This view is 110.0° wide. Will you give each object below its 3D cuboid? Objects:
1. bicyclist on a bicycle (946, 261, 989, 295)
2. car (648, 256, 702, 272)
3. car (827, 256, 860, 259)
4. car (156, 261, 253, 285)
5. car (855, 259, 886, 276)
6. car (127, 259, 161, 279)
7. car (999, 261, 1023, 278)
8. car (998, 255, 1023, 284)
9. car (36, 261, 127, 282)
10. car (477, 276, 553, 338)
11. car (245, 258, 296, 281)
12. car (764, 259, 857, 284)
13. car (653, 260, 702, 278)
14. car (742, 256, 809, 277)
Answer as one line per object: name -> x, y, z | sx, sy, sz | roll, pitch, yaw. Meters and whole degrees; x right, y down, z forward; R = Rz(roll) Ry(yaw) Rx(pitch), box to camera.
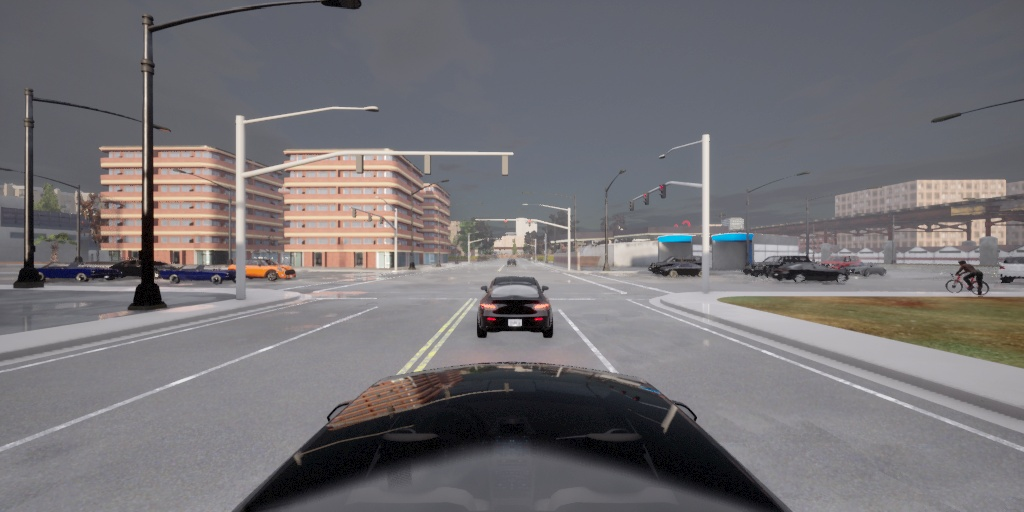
bicyclist on a bicycle -> 21.913, 1.050, 17.291 | 0.582, 1.620, 1.656 | 0, 0, 0
car -> 17.195, 0.971, 37.376 | 5.566, 2.045, 2.150 | 0, 0, 1
car -> 36.633, 0.971, 40.103 | 5.566, 2.045, 2.150 | 0, 0, -22
car -> -20.958, 1.220, 24.538 | 4.718, 1.301, 1.895 | 1, 0, 2
car -> 35.253, 1.314, 36.009 | 4.181, 1.385, 1.994 | 0, 0, -18
car -> -28.468, 1.017, 28.177 | 4.892, 1.490, 1.837 | 1, 0, 1
car -> 49.495, 1.243, 34.895 | 4.902, 1.511, 2.128 | 0, 0, -32
car -> 37.471, 0.971, 25.443 | 5.566, 2.045, 2.150 | 0, 0, -16
car -> -30.072, 1.088, 24.705 | 4.718, 1.301, 1.895 | 1, 0, 1
car -> 0.075, 1.276, 10.056 | 1.812, 1.442, 4.674 | 0, 0, 0
car -> -19.458, 0.986, 28.007 | 4.553, 1.767, 2.097 | 1, 0, 1
car -> 22.121, 1.227, 26.698 | 5.008, 1.535, 1.882 | 0, 0, -1
car -> 16.106, 1.314, 33.943 | 4.181, 1.385, 1.994 | 0, 0, 0
car -> 25.459, 0.971, 34.071 | 5.566, 2.045, 2.150 | 0, 0, -5
